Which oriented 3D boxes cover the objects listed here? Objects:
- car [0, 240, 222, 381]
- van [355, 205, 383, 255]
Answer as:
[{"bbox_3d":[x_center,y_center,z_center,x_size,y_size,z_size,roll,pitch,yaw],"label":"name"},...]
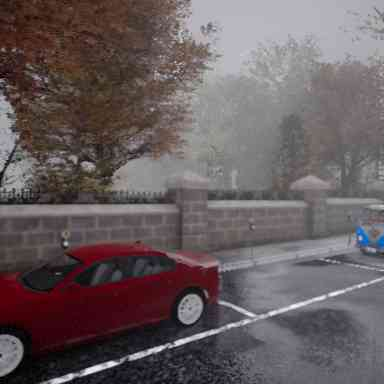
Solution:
[{"bbox_3d":[-1.554,1.543,5.430,4.507,1.381,1.887,0,1,-35],"label":"car"},{"bbox_3d":[7.449,1.327,11.831,3.998,1.788,1.690,0,1,-35],"label":"van"}]
